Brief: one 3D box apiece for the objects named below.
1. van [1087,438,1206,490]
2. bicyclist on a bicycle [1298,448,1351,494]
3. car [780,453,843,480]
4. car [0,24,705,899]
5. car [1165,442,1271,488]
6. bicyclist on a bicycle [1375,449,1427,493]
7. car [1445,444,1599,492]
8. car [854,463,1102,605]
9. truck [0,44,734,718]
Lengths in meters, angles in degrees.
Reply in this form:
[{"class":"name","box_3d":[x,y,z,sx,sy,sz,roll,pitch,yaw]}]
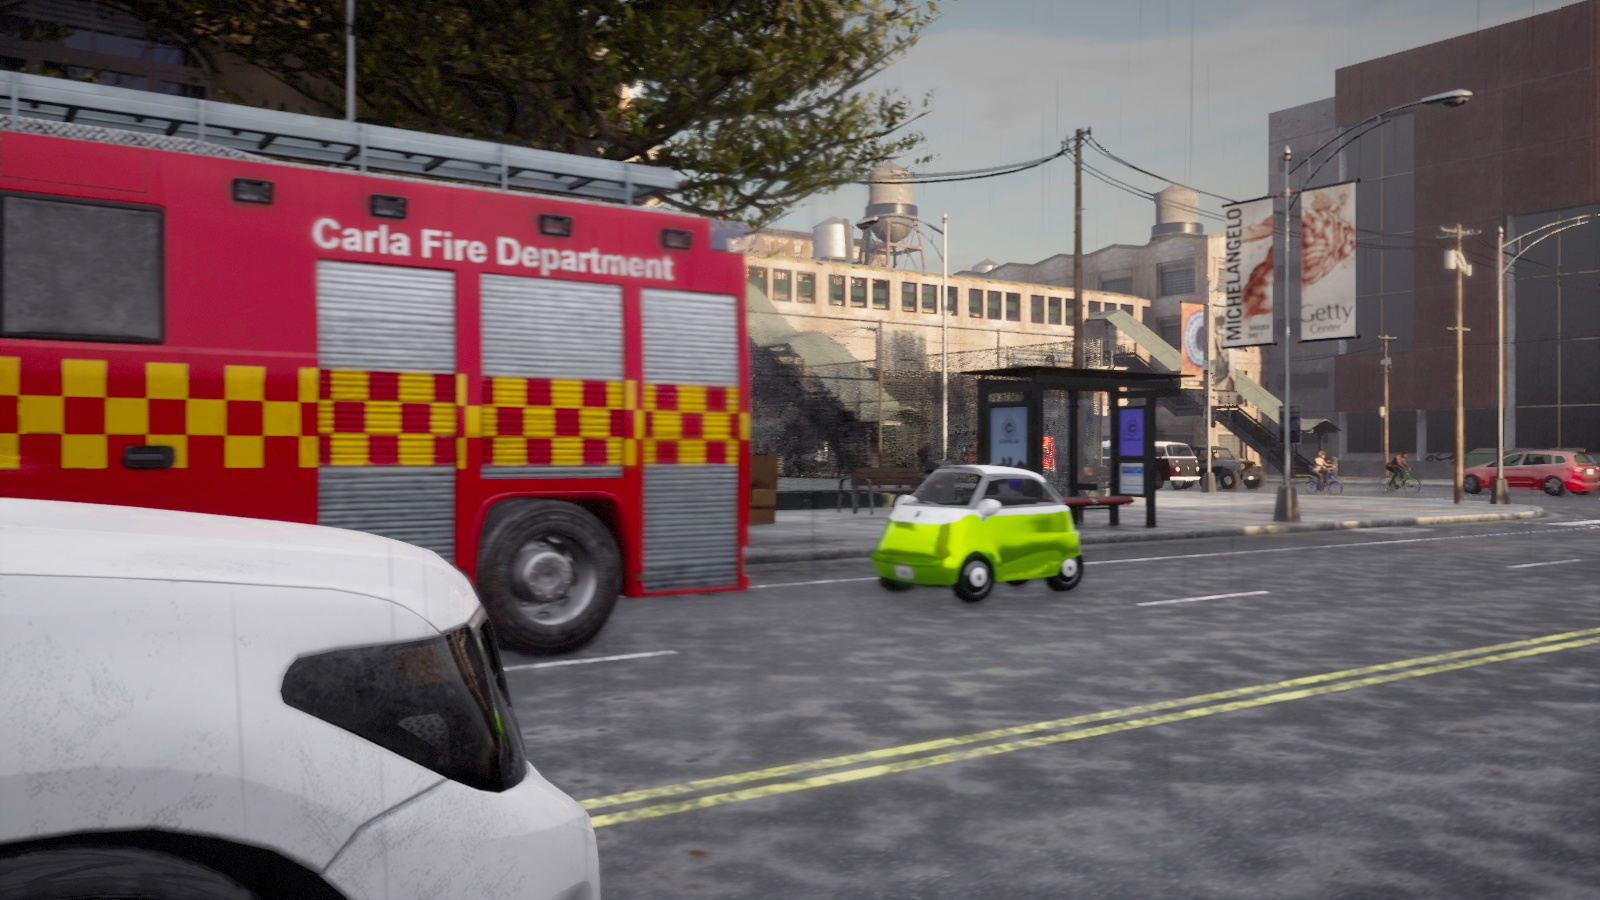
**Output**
[{"class":"van","box_3d":[14.292,0.569,51.995,2.069,2.038,4.480,0,-1,-34]},{"class":"bicyclist on a bicycle","box_3d":[18.904,0.753,45.261,0.866,1.612,1.509,0,0,-34]},{"class":"car","box_3d":[0.628,0.934,72.075,1.845,1.501,3.633,0,0,-34]},{"class":"car","box_3d":[-3.068,0.474,1.524,5.566,2.045,2.150,0,0,-35]},{"class":"car","box_3d":[17.675,0.634,53.247,1.905,1.878,3.866,0,0,-34]},{"class":"bicyclist on a bicycle","box_3d":[22.257,0.765,46.543,0.582,1.620,1.656,0,0,-34]},{"class":"car","box_3d":[26.652,0.646,46.307,2.242,1.667,4.611,0,0,-34]},{"class":"car","box_3d":[1.913,0.829,13.465,2.207,1.376,1.481,0,0,-34]},{"class":"truck","box_3d":[-4.829,-0.388,8.694,8.468,3.827,2.891,0,0,-35]}]
